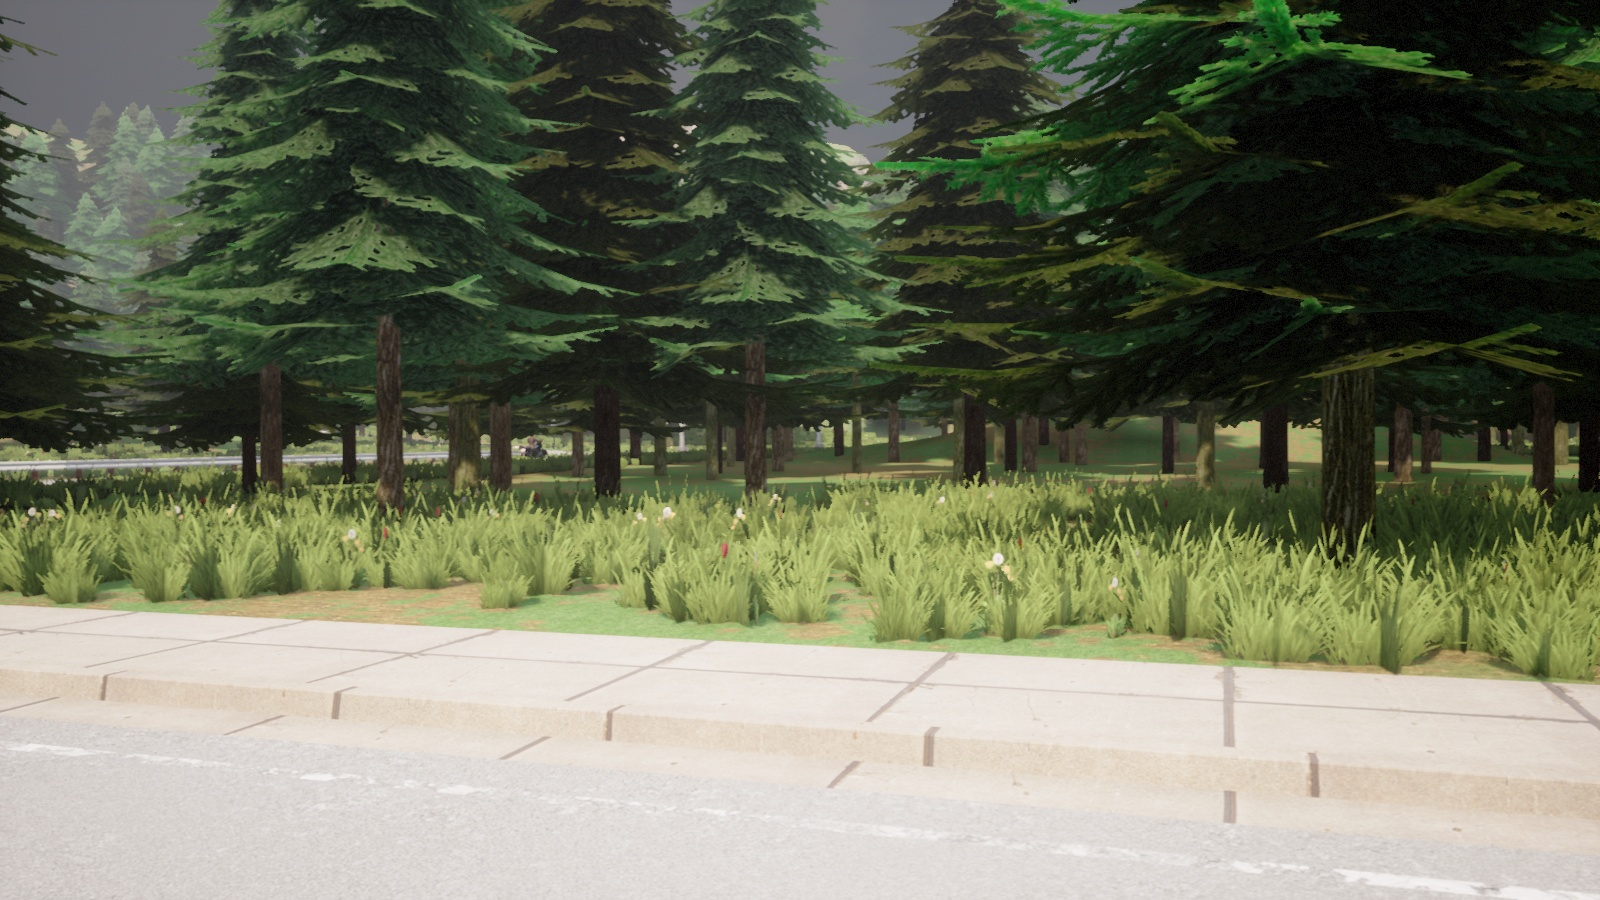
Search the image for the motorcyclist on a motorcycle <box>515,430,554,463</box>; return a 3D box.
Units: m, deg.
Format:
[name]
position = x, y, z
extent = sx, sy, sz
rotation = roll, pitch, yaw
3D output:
[motorcyclist on a motorcycle]
position = -13.464, -0.189, 63.746
extent = 0.766, 1.649, 2.350
rotation = 0, 1, 20
